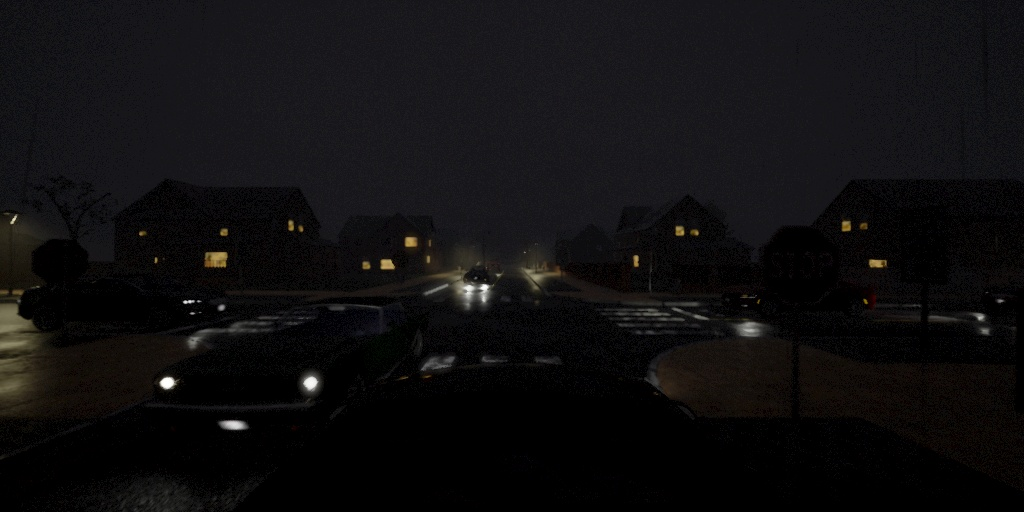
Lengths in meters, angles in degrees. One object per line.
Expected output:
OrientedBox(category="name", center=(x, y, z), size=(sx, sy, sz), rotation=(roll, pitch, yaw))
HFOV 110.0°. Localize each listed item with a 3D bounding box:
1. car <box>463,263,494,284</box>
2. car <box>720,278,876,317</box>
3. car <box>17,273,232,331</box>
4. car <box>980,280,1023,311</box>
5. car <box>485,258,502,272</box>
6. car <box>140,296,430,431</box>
OrientedBox(category="car", center=(-2.751, 1.512, 29.238), size=(1.994, 1.385, 4.181), rotation=(0, 0, 0))
OrientedBox(category="car", center=(10.462, 1.357, 13.329), size=(5.008, 1.535, 1.882), rotation=(0, 0, -2))
OrientedBox(category="car", center=(-11.025, 1.252, 10.474), size=(4.902, 1.511, 2.128), rotation=(0, 0, -3))
OrientedBox(category="car", center=(20.702, 1.432, 13.394), size=(4.902, 1.511, 2.128), rotation=(0, 0, 0))
OrientedBox(category="car", center=(-2.752, 1.246, 54.016), size=(2.150, 2.045, 5.566), rotation=(0, -1, 0))
OrientedBox(category="car", center=(-2.747, 1.376, 5.745), size=(1.895, 1.301, 4.718), rotation=(0, 0, 0))
